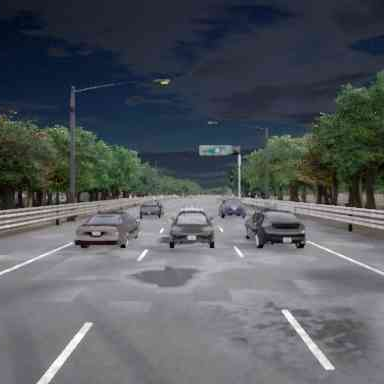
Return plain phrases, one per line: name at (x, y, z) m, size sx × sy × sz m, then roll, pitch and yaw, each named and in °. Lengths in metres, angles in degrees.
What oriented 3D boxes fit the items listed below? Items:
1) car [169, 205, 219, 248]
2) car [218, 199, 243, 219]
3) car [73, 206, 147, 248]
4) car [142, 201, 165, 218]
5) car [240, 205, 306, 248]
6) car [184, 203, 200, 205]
car at (0.000, 1.535, 14.651) m, size 1.812 × 1.442 × 4.674 m, roll 0°, pitch 0°, yaw 0°
car at (3.500, 1.383, 29.620) m, size 2.097 × 1.767 × 4.553 m, roll 0°, pitch 0°, yaw 0°
car at (-3.500, 1.566, 14.650) m, size 2.033 × 1.411 × 5.357 m, roll 0°, pitch 0°, yaw 0°
car at (-3.500, 1.512, 29.650) m, size 2.128 × 1.511 × 4.902 m, roll 0°, pitch 0°, yaw 0°
car at (3.500, 1.519, 14.650) m, size 1.837 × 1.490 × 4.892 m, roll 0°, pitch 0°, yaw 0°
car at (0.000, 1.633, 29.681) m, size 1.895 × 1.301 × 4.718 m, roll 0°, pitch 0°, yaw 0°
